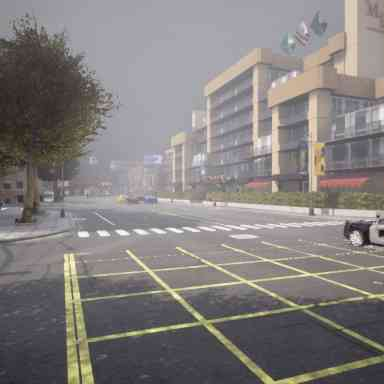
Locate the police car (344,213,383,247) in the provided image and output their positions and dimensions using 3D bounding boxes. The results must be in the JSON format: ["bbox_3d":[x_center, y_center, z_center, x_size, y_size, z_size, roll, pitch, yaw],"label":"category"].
[{"bbox_3d":[8.067,1.426,12.428,1.930,1.638,5.238,0,0,-21],"label":"police car"}]

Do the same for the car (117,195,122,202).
[{"bbox_3d":[-14.500,1.360,70.225,1.882,1.535,5.008,0,0,-21],"label":"car"}]

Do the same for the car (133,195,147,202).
[{"bbox_3d":[-11.243,1.382,71.504,1.837,1.490,4.892,0,0,-21],"label":"car"}]

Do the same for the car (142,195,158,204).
[{"bbox_3d":[-7.917,1.477,62.987,1.882,1.535,5.008,0,0,-21],"label":"car"}]

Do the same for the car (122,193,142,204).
[{"bbox_3d":[-11.177,1.505,61.714,1.837,1.490,4.892,0,0,-21],"label":"car"}]
